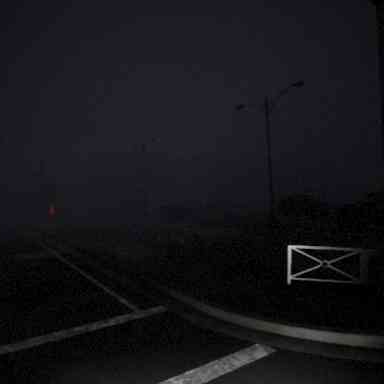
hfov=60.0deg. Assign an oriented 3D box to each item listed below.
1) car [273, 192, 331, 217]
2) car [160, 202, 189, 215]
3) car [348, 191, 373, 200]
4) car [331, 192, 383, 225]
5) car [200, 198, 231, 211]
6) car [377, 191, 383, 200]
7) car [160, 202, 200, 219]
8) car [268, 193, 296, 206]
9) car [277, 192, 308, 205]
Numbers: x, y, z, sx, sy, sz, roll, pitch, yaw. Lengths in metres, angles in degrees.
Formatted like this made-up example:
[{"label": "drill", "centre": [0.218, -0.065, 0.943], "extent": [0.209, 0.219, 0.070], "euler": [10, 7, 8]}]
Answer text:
[{"label": "car", "centre": [9.558, 1.130, 28.585], "extent": [1.932, 1.855, 4.605], "euler": [-2, -1, -32]}, {"label": "car", "centre": [-2.202, 2.007, 41.342], "extent": [1.970, 1.475, 3.806], "euler": [-2, -1, -32]}, {"label": "car", "centre": [32.032, 0.720, 63.328], "extent": [1.845, 1.501, 3.633], "euler": [-2, -1, -32]}, {"label": "car", "centre": [10.911, 0.938, 20.168], "extent": [1.905, 1.878, 3.866], "euler": [-2, -1, -32]}, {"label": "car", "centre": [3.070, 1.712, 45.005], "extent": [2.152, 1.636, 5.027], "euler": [-2, -1, -32]}, {"label": "car", "centre": [33.411, 0.564, 55.453], "extent": [1.970, 1.475, 3.806], "euler": [-2, -1, -32]}, {"label": "car", "centre": [-1.595, 1.945, 33.422], "extent": [2.007, 1.523, 4.514], "euler": [-2, -1, -32]}, {"label": "car", "centre": [13.924, 1.179, 51.758], "extent": [1.905, 1.878, 3.866], "euler": [-2, -1, -32]}, {"label": "car", "centre": [16.174, 1.111, 53.641], "extent": [1.932, 1.855, 4.605], "euler": [-2, -1, -32]}]
